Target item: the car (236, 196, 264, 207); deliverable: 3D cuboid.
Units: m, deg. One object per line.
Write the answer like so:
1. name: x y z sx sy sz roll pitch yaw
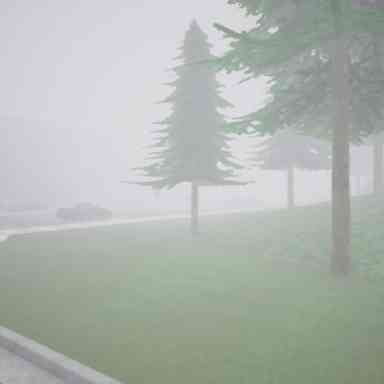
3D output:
1. car: 9.234 1.668 52.321 1.895 1.301 4.718 0 0 35

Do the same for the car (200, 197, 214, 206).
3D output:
1. car: 3.152 1.613 55.846 1.812 1.442 4.674 0 0 36

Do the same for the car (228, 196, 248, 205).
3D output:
1. car: 9.014 1.593 64.295 1.837 1.490 4.892 0 0 35

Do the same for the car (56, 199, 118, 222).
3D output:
1. car: -8.624 1.591 26.881 1.812 1.442 4.674 0 0 36

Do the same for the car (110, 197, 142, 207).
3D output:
1. car: -10.981 1.668 55.927 2.033 1.411 5.357 0 0 35

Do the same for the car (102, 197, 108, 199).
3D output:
1. car: -14.554 1.637 56.922 1.837 1.490 4.892 0 -1 35

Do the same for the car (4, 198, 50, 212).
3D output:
1. car: -20.750 1.597 42.034 1.882 1.535 5.008 0 0 35

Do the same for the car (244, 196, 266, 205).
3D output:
1. car: 11.866 1.569 62.266 2.128 1.511 4.902 0 0 35

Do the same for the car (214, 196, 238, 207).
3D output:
1. car: 6.015 1.603 53.833 1.812 1.442 4.674 0 0 36

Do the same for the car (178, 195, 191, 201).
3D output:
1. car: -0.755 1.184 64.298 2.097 1.767 4.553 0 0 35

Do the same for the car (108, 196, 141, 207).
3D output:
1. car: -10.094 1.461 51.127 2.097 1.767 4.553 0 0 35

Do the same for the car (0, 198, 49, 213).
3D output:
1. car: -19.000 1.601 38.438 2.128 1.511 4.902 0 0 35
